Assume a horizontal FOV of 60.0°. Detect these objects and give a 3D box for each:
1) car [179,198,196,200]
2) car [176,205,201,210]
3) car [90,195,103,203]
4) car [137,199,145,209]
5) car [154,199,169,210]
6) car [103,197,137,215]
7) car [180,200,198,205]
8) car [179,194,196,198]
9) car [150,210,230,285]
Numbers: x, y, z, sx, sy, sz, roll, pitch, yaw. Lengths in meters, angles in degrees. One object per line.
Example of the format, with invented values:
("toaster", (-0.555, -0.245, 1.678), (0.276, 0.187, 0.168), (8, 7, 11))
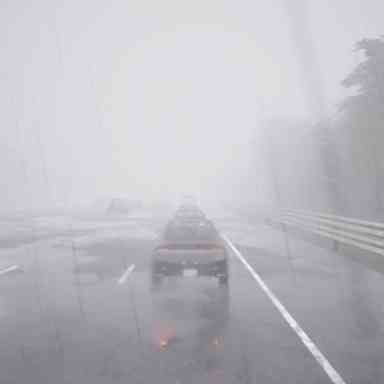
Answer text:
("car", (-0.298, 1.612, 33.550), (1.994, 1.385, 4.181), (0, 0, -2))
("car", (-0.150, 1.622, 18.755), (1.895, 1.301, 4.718), (0, 0, -1))
("car", (-18.725, 1.369, 66.155), (1.882, 1.535, 5.008), (0, 0, -1))
("car", (-7.595, 1.662, 45.456), (1.895, 1.301, 4.718), (0, 0, -1))
("car", (-4.084, 1.613, 45.097), (2.033, 1.411, 5.357), (0, 0, -2))
("car", (-7.327, 1.392, 34.269), (2.097, 1.767, 4.553), (0, 0, -1))
("car", (-0.248, 1.581, 25.416), (2.033, 1.411, 5.357), (0, 0, -1))
("car", (-0.589, 1.295, 45.320), (2.150, 2.045, 5.566), (0, 0, -2))
("car", (-0.054, 1.499, 9.464), (2.128, 1.511, 4.902), (0, 0, 0))
